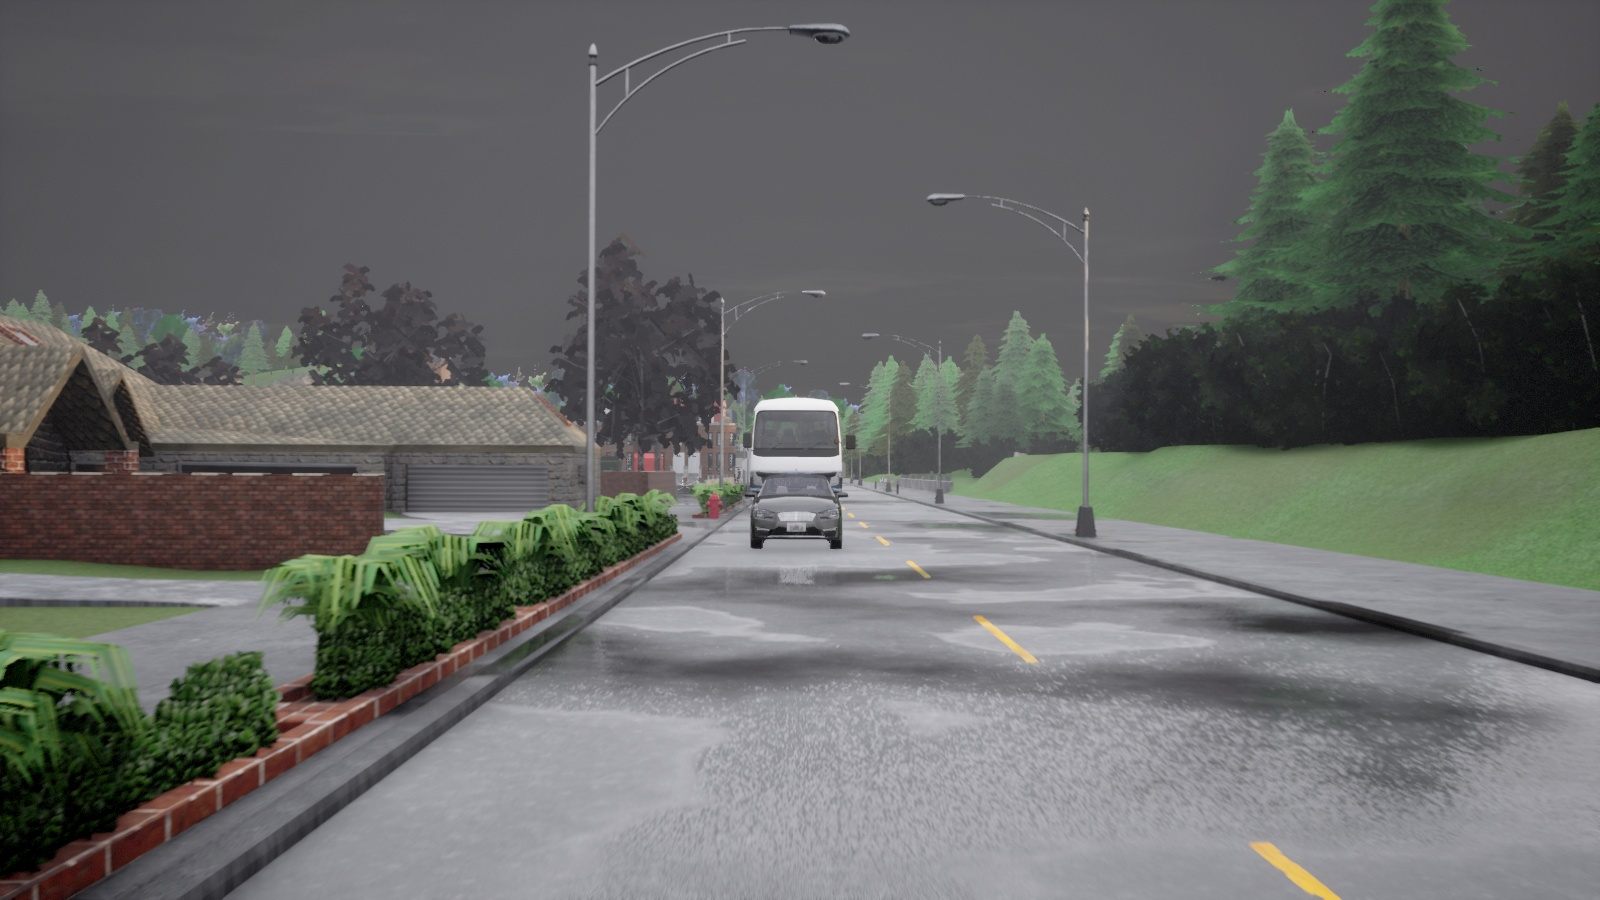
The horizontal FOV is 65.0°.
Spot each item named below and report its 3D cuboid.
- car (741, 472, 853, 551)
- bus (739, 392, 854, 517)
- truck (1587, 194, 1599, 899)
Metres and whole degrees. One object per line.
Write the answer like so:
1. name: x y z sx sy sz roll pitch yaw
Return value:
1. car: -0.066 1.213 26.405 2.128 1.511 4.902 0 -1 0
2. bus: -0.142 0.244 48.110 3.944 4.253 10.273 0 -1 0
3. truck: 3.994 0.343 1.646 2.627 2.467 5.204 0 -1 0
